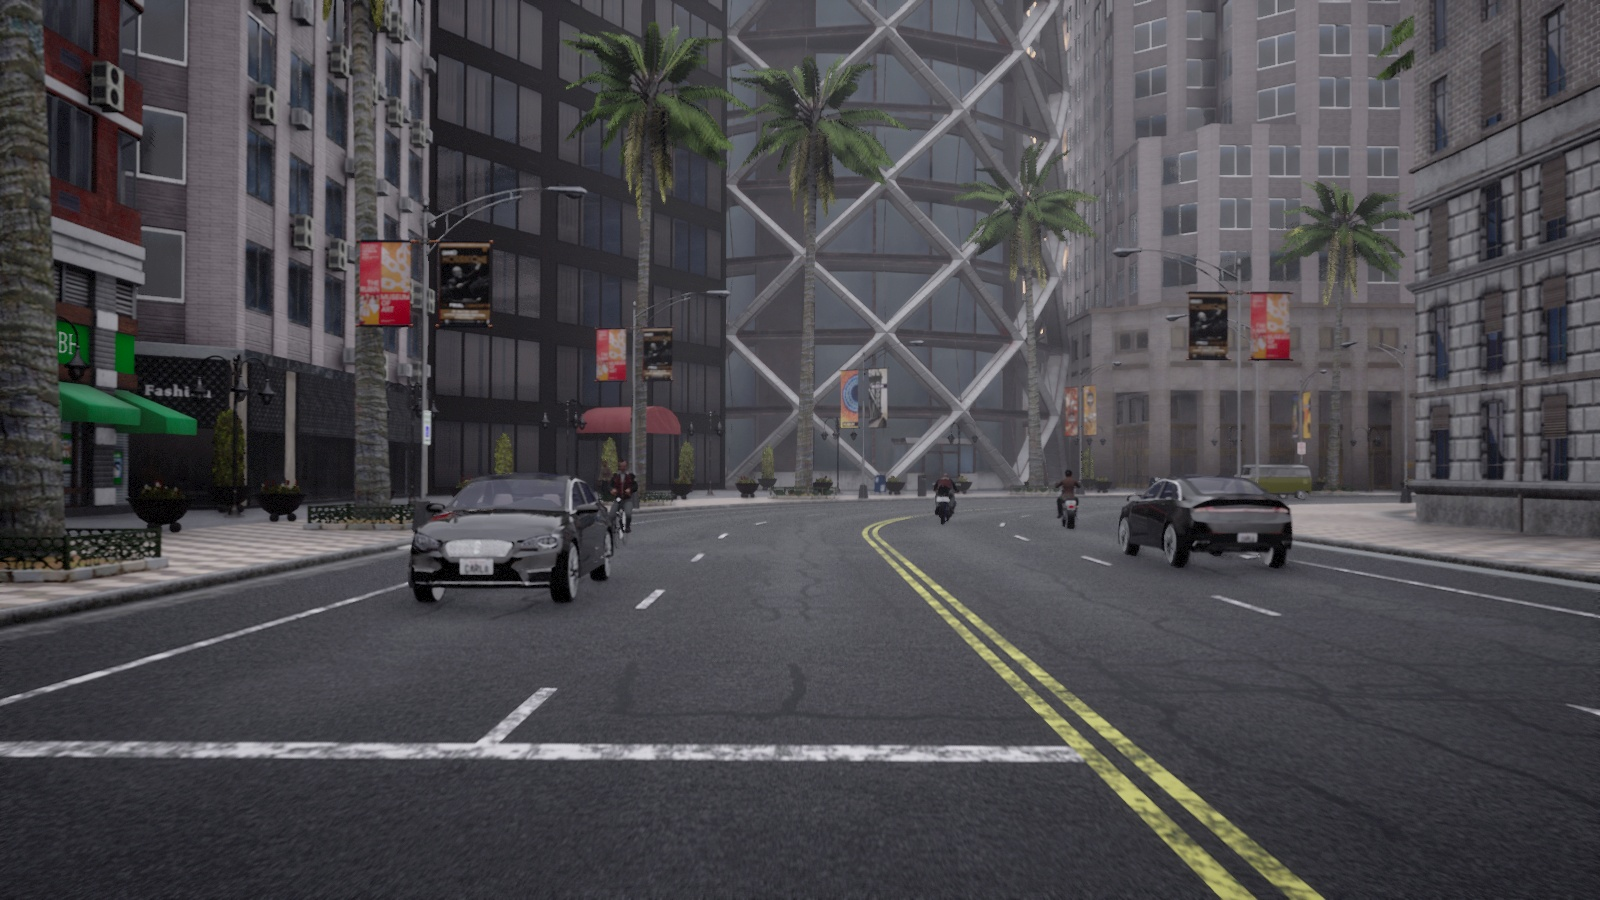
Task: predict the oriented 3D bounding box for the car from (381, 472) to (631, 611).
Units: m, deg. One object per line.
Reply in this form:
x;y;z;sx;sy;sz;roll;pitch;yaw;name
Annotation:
-3.556;1.045;16.241;2.128;1.511;4.902;0;-1;-1;car

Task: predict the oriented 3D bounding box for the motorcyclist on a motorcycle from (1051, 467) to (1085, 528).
7.463;1.296;35.048;0.766;1.649;2.350;0;-1;8;motorcyclist on a motorcycle

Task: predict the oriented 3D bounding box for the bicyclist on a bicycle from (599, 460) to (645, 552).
-3.557;1.102;25.146;0.659;1.776;1.843;0;-1;0;bicyclist on a bicycle

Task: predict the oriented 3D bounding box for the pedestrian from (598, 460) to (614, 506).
-7.874;1.319;50.922;0.331;1.846;0.634;-1;-1;26;pedestrian

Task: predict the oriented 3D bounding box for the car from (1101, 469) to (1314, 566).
6.946;1.096;22.048;2.128;1.511;4.902;0;-1;0;car

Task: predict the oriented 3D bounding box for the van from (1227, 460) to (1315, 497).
26.294;1.586;70.101;4.442;1.987;1.775;0;-1;-18;van

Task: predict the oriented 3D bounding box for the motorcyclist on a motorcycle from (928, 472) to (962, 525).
4.382;1.438;37.805;0.866;1.530;2.191;0;-1;11;motorcyclist on a motorcycle
